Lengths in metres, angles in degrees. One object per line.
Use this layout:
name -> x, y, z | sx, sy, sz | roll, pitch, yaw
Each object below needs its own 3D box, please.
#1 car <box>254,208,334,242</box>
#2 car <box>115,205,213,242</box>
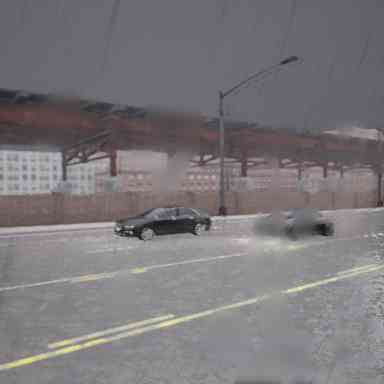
car -> 4.985, 1.504, 16.083 | 4.181, 1.385, 1.994 | 0, 0, -35
car -> -1.254, 1.421, 15.955 | 4.892, 1.490, 1.837 | 1, 0, -35
